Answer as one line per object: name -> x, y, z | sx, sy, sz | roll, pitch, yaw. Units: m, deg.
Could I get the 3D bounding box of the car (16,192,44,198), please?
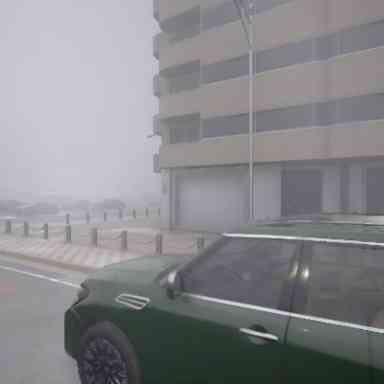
car -> -35.725, 1.208, 73.103 | 1.932, 1.855, 4.605 | 0, 0, 35

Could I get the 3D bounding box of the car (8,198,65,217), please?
car -> -15.178, 1.619, 32.627 | 1.994, 1.385, 4.181 | 0, 0, 35

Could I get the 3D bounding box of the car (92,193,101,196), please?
car -> -25.669, 1.211, 87.450 | 1.905, 1.878, 3.866 | 0, 0, 35

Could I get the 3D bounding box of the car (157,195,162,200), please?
car -> -2.680, 1.582, 50.512 | 1.812, 1.442, 4.674 | 0, 1, 35

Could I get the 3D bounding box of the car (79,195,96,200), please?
car -> -28.032, 1.451, 89.124 | 1.970, 1.475, 3.806 | 0, 0, 35

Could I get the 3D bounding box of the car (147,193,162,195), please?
car -> -7.255, 1.209, 74.491 | 1.932, 1.855, 4.605 | 0, 0, 35

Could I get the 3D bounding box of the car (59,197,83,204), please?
car -> -13.845, 1.619, 40.654 | 1.994, 1.385, 4.181 | 0, 0, 35

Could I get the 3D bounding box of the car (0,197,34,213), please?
car -> -18.916, 1.547, 33.385 | 2.128, 1.511, 4.902 | 0, 0, 35

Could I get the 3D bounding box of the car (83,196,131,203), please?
car -> -10.103, 1.547, 39.901 | 2.128, 1.511, 4.902 | 0, 0, 35

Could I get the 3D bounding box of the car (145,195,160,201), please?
car -> -4.855, 1.656, 53.507 | 1.895, 1.301, 4.718 | 0, 0, 35

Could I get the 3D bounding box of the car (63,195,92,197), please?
car -> -21.847, 1.451, 63.463 | 1.970, 1.475, 3.806 | 0, 0, 35

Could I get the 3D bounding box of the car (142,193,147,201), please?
car -> -9.592, 1.211, 76.199 | 1.905, 1.878, 3.866 | 0, 0, 35

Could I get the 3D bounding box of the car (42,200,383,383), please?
car -> 1.162, 1.224, 3.171 | 5.566, 2.045, 2.150 | 0, 0, 35

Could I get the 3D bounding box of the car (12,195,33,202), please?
car -> -38.058, 1.419, 74.821 | 1.784, 1.438, 3.905 | 0, 0, 35
